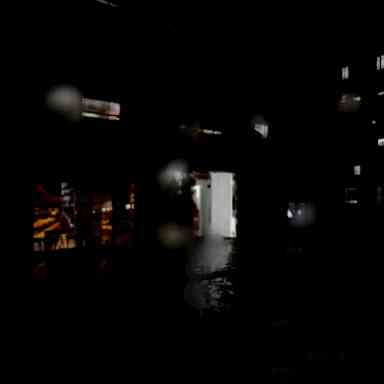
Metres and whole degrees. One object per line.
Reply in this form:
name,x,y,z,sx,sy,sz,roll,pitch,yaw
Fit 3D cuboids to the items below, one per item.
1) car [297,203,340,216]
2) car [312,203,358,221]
car,14.046,1.921,37.170,1.802,1.307,4.206,-1,0,-35
car,12.531,1.820,29.905,1.994,1.385,4.181,0,-1,-35
